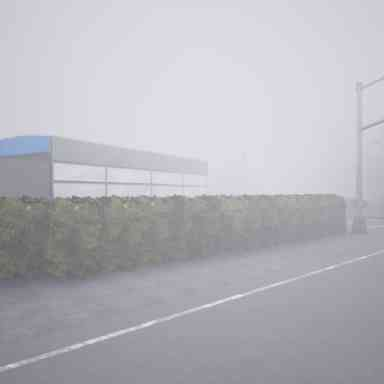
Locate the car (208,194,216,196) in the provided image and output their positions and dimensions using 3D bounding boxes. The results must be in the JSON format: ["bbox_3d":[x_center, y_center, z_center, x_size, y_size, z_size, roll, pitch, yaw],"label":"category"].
[{"bbox_3d":[4.546,1.298,85.242,4.514,1.523,2.007,0,0,-41],"label":"car"}]

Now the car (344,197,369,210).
[{"bbox_3d":[19.290,1.339,39.529,4.514,1.523,2.007,0,0,-41],"label":"car"}]

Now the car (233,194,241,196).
[{"bbox_3d":[8.946,1.298,63.519,4.514,1.523,2.007,0,0,-41],"label":"car"}]

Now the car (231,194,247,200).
[{"bbox_3d":[12.288,1.232,87.019,3.806,1.475,1.970,0,0,-41],"label":"car"}]

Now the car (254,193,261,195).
[{"bbox_3d":[16.693,1.153,82.340,5.027,1.636,2.152,0,0,-41],"label":"car"}]

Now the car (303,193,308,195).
[{"bbox_3d":[24.982,1.077,72.595,3.866,1.878,1.905,0,0,-41],"label":"car"}]

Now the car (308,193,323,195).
[{"bbox_3d":[27.179,1.097,70.648,4.605,1.855,1.932,0,0,-41],"label":"car"}]

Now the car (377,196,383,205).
[{"bbox_3d":[31.531,1.384,53.866,3.806,1.475,1.970,0,0,-41],"label":"car"}]
